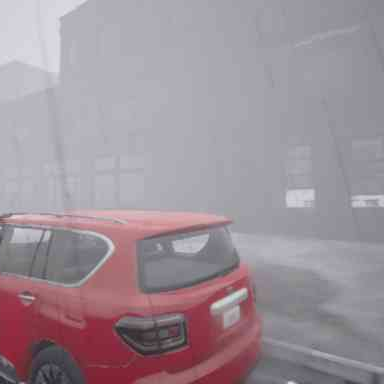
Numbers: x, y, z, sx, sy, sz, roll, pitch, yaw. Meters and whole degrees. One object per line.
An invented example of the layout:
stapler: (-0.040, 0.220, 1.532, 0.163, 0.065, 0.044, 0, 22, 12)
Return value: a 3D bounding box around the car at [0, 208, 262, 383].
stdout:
car: (-1.820, 1.257, 4.615, 5.566, 2.045, 2.435, 0, 0, 36)
